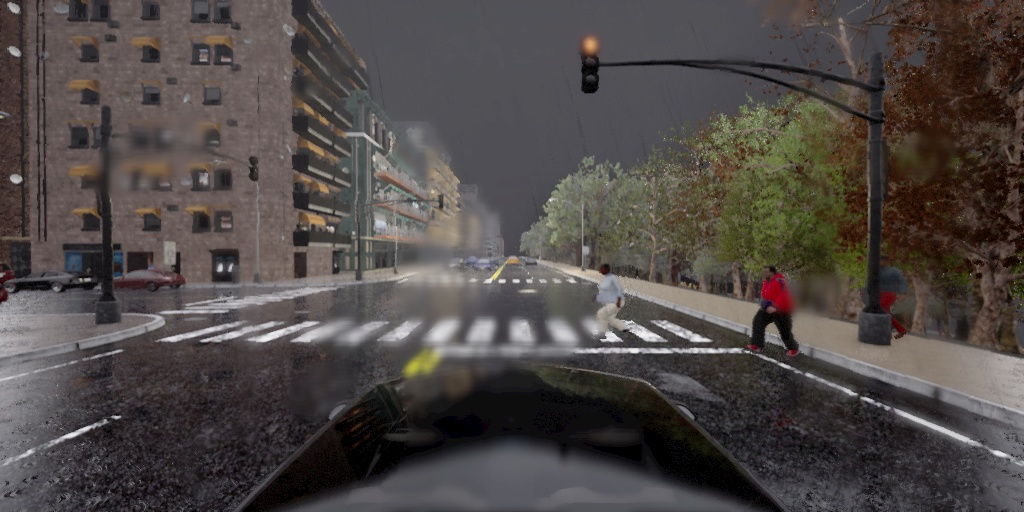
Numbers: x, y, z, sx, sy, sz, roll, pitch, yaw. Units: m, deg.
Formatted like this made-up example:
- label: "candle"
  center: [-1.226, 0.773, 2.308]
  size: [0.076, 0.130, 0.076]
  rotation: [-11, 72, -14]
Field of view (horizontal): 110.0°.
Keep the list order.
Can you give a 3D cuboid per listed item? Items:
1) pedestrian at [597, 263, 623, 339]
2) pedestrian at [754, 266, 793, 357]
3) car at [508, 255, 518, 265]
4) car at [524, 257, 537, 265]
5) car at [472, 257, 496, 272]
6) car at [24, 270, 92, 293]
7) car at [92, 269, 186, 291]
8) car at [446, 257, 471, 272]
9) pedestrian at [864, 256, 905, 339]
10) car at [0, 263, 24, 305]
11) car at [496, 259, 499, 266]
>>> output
- label: "pedestrian"
  center: [2.275, 1.006, 8.317]
  size: [0.375, 1.860, 0.375]
  rotation: [0, 0, 0]
- label: "pedestrian"
  center: [5.115, 1.013, 7.018]
  size: [0.375, 1.860, 0.375]
  rotation: [0, 0, 0]
- label: "car"
  center: [0.176, 0.884, 64.517]
  size: [1.882, 1.535, 5.008]
  rotation: [0, 0, 0]
- label: "car"
  center: [3.427, 0.968, 64.926]
  size: [1.994, 1.385, 4.181]
  rotation: [0, 0, 0]
- label: "car"
  center: [-3.227, 1.052, 41.555]
  size: [1.812, 1.442, 4.674]
  rotation: [0, 0, 0]
- label: "car"
  center: [-28.291, 1.531, 22.137]
  size: [4.313, 1.339, 1.948]
  rotation: [0, 0, -1]
- label: "car"
  center: [-22.724, 1.476, 22.221]
  size: [4.207, 1.307, 1.802]
  rotation: [0, 0, -1]
- label: "car"
  center: [-6.475, 1.016, 41.759]
  size: [2.128, 1.511, 4.902]
  rotation: [0, 0, 0]
- label: "pedestrian"
  center: [7.984, 0.857, 7.699]
  size: [0.375, 1.860, 0.375]
  rotation: [0, 0, 0]
- label: "car"
  center: [-22.627, 1.268, 13.574]
  size: [5.009, 1.841, 2.192]
  rotation: [0, 0, -1]
- label: "car"
  center: [-3.133, 0.974, 60.454]
  size: [2.033, 1.411, 5.357]
  rotation: [0, 0, 1]
